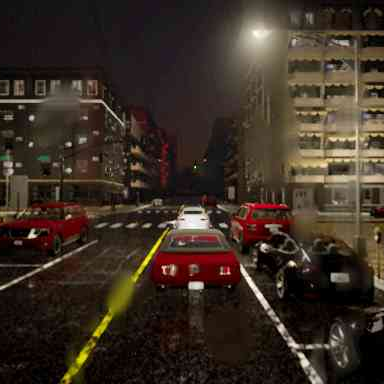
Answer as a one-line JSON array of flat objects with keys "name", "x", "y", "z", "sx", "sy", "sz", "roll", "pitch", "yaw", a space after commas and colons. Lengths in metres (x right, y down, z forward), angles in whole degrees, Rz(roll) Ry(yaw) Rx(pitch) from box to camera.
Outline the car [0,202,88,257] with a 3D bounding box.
[{"name": "car", "x": -5.769, "y": 1.381, "z": 13.547, "sx": 2.192, "sy": 1.841, "sz": 5.009, "roll": 1, "pitch": 0, "yaw": 0}]

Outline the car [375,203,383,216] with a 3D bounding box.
[{"name": "car", "x": 22.734, "y": 1.903, "z": 36.352, "sx": 4.313, "sy": 1.339, "sz": 1.947, "roll": 0, "pitch": -2, "yaw": 0}]

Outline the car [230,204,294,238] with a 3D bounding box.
[{"name": "car", "x": 2.758, "y": 1.381, "z": 13.568, "sx": 2.192, "sy": 1.841, "sz": 5.009, "roll": 1, "pitch": 0, "yaw": 0}]

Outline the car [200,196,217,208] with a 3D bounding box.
[{"name": "car", "x": 2.749, "y": 1.568, "z": 51.641, "sx": 2.192, "sy": 1.841, "sz": 5.009, "roll": 1, "pitch": 0, "yaw": 0}]

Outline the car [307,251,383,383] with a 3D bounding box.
[{"name": "car", "x": 2.699, "y": 1.580, "z": 2.692, "sx": 1.947, "sy": 1.339, "sz": 4.313, "roll": 1, "pitch": 0, "yaw": 0}]

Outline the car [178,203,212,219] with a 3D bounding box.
[{"name": "car", "x": 0.143, "y": 1.623, "z": 20.027, "sx": 1.812, "sy": 1.442, "sz": 4.674, "roll": 0, "pitch": 0, "yaw": 2}]

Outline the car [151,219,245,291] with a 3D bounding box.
[{"name": "car", "x": 0.085, "y": 1.645, "z": 9.053, "sx": 1.895, "sy": 1.301, "sz": 4.718, "roll": 0, "pitch": 0, "yaw": 0}]

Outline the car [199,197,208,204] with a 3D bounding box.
[{"name": "car", "x": 2.575, "y": 1.931, "z": 74.424, "sx": 1.947, "sy": 1.339, "sz": 4.313, "roll": 1, "pitch": 0, "yaw": 0}]

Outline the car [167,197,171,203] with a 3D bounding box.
[{"name": "car", "x": -5.814, "y": 1.918, "z": 79.875, "sx": 1.752, "sy": 1.417, "sz": 4.829, "roll": 1, "pitch": 0, "yaw": 0}]

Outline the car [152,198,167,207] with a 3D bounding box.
[{"name": "car", "x": -5.898, "y": 1.831, "z": 57.261, "sx": 2.008, "sy": 1.369, "sz": 4.403, "roll": 1, "pitch": 0, "yaw": 0}]

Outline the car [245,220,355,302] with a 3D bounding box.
[{"name": "car", "x": 2.689, "y": 1.606, "z": 8.130, "sx": 1.947, "sy": 1.339, "sz": 4.313, "roll": 1, "pitch": 0, "yaw": 0}]

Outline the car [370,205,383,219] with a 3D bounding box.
[{"name": "car", "x": 17.234, "y": 1.704, "z": 27.952, "sx": 4.206, "sy": 1.307, "sz": 1.802, "roll": 0, "pitch": -2, "yaw": 0}]
